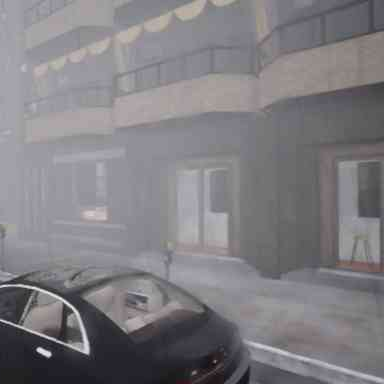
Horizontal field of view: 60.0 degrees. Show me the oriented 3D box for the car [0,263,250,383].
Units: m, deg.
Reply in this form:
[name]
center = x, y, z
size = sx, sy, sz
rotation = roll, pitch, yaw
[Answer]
[car]
center = -1.492, 1.556, 3.940
size = 4.403, 1.369, 2.008
rotation = 0, 0, 35
